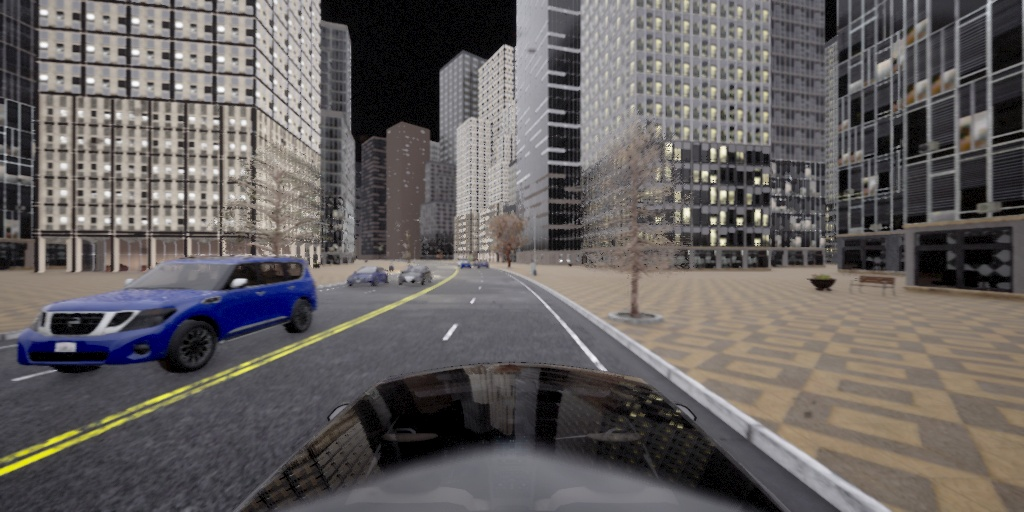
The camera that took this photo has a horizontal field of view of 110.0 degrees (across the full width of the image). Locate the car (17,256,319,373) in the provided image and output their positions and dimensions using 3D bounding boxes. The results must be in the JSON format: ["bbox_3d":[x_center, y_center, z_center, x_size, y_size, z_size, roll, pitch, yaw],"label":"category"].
[{"bbox_3d":[-6.631,1.023,8.075,2.150,2.045,5.566,0,0,0],"label":"car"}]

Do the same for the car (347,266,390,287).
[{"bbox_3d":[-10.498,1.464,26.528,1.812,1.442,4.674,0,-1,-3],"label":"car"}]

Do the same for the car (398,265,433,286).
[{"bbox_3d":[-7.286,1.436,27.385,2.128,1.511,4.902,0,0,-3],"label":"car"}]
